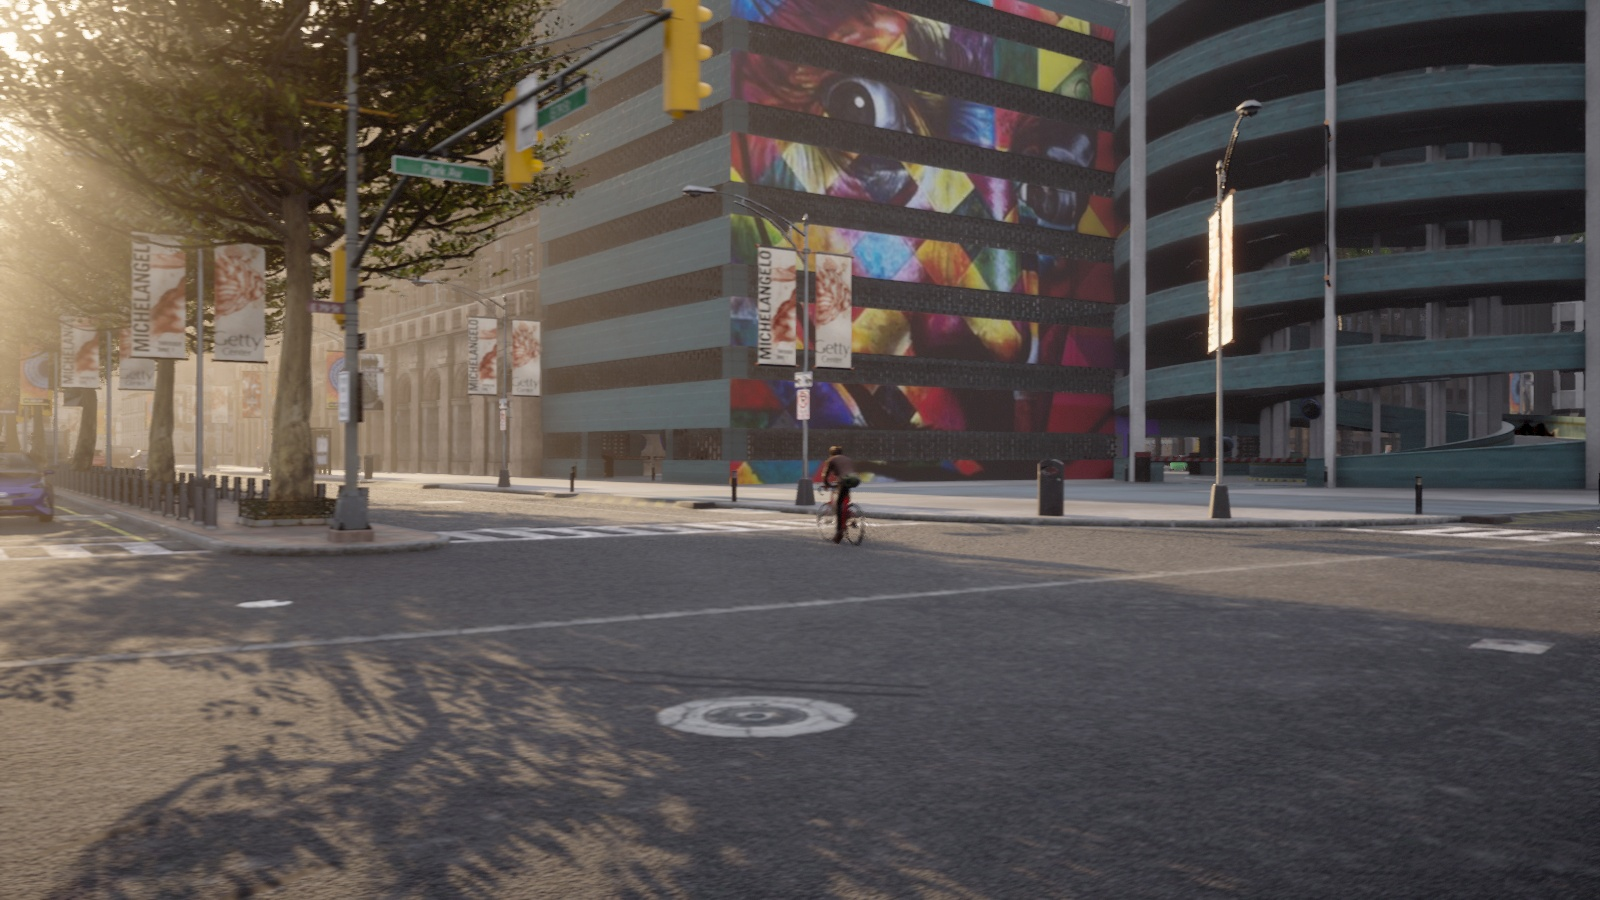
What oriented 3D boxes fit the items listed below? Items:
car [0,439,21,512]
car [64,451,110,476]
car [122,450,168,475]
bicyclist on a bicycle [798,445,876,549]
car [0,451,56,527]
[{"bbox_3d":[-22.291,0.671,33.968,1.905,1.878,3.866,0,0,-34],"label":"car"},{"bbox_3d":[-48.096,0.899,84.642,2.242,1.667,4.611,0,0,-35],"label":"car"},{"bbox_3d":[-45.157,0.832,86.547,2.152,1.651,5.027,0,0,-35],"label":"car"},{"bbox_3d":[0.583,0.748,20.644,0.582,1.620,1.656,-1,0,-25],"label":"bicyclist on a bicycle"},{"bbox_3d":[-17.415,0.795,27.099,2.007,1.525,4.514,0,0,-35],"label":"car"}]
